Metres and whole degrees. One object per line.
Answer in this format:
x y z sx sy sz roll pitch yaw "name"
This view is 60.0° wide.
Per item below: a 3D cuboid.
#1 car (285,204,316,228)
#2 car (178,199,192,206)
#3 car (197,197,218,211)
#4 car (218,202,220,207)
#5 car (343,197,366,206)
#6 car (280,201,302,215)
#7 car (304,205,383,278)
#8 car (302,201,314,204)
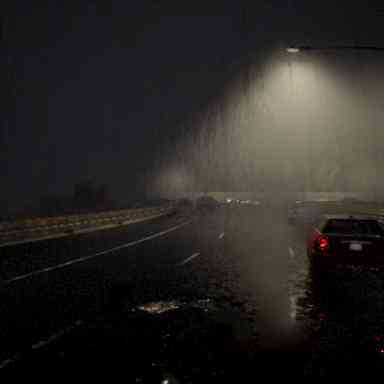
8.290 1.865 24.850 1.994 1.385 4.181 0 -1 12 "car"
-1.528 2.187 70.599 2.033 1.411 5.357 1 -1 -16 "car"
2.058 1.710 50.387 2.150 2.045 5.566 1 0 -4 "car"
3.934 2.180 62.495 1.994 1.385 4.181 1 -1 -10 "car"
34.460 2.173 70.617 5.566 2.045 2.150 1 -1 -26 "car"
11.743 1.824 40.061 2.097 1.767 4.553 0 -1 14 "car"
4.936 1.494 10.814 2.097 1.767 4.553 0 -1 17 "car"
20.420 2.282 58.613 1.994 1.385 4.181 0 -1 36 "car"
